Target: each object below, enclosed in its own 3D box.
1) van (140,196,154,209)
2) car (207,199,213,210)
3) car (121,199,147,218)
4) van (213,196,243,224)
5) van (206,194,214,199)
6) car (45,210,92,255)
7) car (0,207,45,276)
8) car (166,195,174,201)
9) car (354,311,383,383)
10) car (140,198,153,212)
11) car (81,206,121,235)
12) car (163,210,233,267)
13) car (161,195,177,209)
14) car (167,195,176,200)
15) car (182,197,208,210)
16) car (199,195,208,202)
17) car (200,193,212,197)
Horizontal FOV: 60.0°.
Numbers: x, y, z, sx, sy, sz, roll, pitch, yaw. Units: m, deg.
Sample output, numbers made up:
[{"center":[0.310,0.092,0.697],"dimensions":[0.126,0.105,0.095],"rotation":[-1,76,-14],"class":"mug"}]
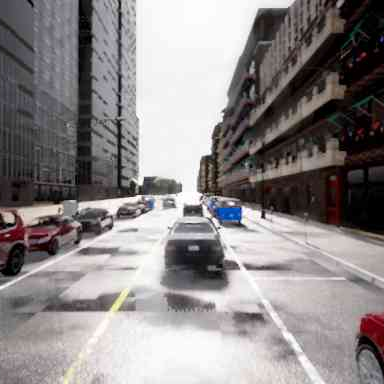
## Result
[{"center":[-5.670,1.383,41.537],"dimensions":[1.690,1.788,3.998],"rotation":[1,0,0],"class":"van"},{"center":[2.706,1.584,30.268],"dimensions":[2.008,1.369,4.403],"rotation":[1,0,0],"class":"car"},{"center":[-5.675,1.585,30.245],"dimensions":[2.008,1.369,4.403],"rotation":[1,0,0],"class":"car"},{"center":[2.707,1.369,24.621],"dimensions":[1.690,1.788,3.998],"rotation":[1,0,0],"class":"van"},{"center":[2.710,1.379,35.914],"dimensions":[1.690,1.788,3.998],"rotation":[1,0,0],"class":"van"},{"center":[-5.679,1.599,13.305],"dimensions":[1.802,1.307,4.206],"rotation":[1,0,0],"class":"car"},{"center":[-5.677,1.326,7.660],"dimensions":[2.192,1.841,5.009],"rotation":[1,0,0],"class":"car"},{"center":[-5.660,1.560,86.536],"dimensions":[1.752,1.417,4.829],"rotation":[1,0,0],"class":"car"},{"center":[2.699,1.548,2.035],"dimensions":[1.887,1.381,4.507],"rotation":[1,0,0],"class":"car"},{"center":[-5.674,1.620,35.891],"dimensions":[1.802,1.307,4.206],"rotation":[1,0,0],"class":"car"},{"center":[-5.678,1.589,18.953],"dimensions":[1.947,1.339,4.313],"rotation":[1,0,0],"class":"car"},{"center":[0.070,1.563,11.468],"dimensions":[2.033,1.411,5.357],"rotation":[0,0,0],"class":"car"},{"center":[-3.079,1.548,45.757],"dimensions":[1.837,1.490,4.892],"rotation":[0,0,0],"class":"car"},{"center":[-5.659,1.581,92.353],"dimensions":[2.008,1.369,4.403],"rotation":[1,0,0],"class":"car"},{"center":[0.095,1.526,31.393],"dimensions":[2.128,1.511,4.902],"rotation":[0,0,0],"class":"car"},{"center":[2.720,1.477,81.087],"dimensions":[1.967,1.590,4.097],"rotation":[1,0,0],"class":"car"},{"center":[3.014,1.269,59.446],"dimensions":[2.150,2.045,5.566],"rotation":[0,0,0],"class":"car"}]
